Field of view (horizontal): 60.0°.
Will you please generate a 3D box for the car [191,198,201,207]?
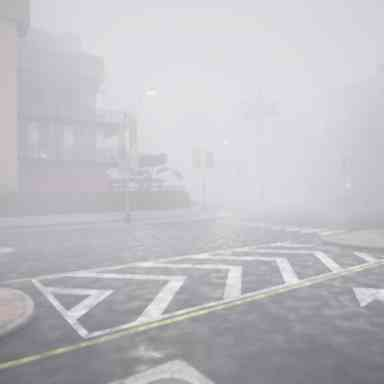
[{"bbox_3d":[-0.972,1.368,47.631,2.033,1.411,5.357,0,0,-35],"label":"car"}]
